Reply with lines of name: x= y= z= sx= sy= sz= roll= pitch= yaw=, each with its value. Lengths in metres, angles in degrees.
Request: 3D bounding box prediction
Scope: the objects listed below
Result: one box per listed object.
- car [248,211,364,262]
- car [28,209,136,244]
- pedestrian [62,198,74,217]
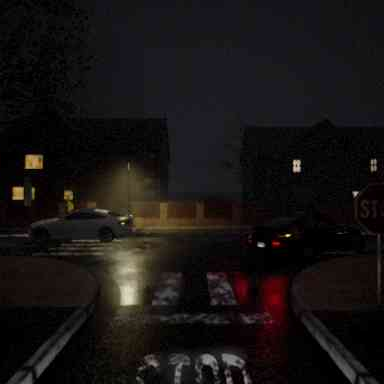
car: x=3.926 y=1.386 z=11.368 sx=4.674 sy=1.442 sz=1.812 roll=-1 pitch=-2 yaw=-37
car: x=-4.940 y=1.508 z=15.118 sx=4.674 sy=1.442 sz=1.812 roll=-1 pitch=-1 yaw=1
pedestrian: x=-6.674 y=1.186 z=18.062 sx=0.375 sy=1.860 sz=0.375 roll=0 pitch=0 yaw=1
